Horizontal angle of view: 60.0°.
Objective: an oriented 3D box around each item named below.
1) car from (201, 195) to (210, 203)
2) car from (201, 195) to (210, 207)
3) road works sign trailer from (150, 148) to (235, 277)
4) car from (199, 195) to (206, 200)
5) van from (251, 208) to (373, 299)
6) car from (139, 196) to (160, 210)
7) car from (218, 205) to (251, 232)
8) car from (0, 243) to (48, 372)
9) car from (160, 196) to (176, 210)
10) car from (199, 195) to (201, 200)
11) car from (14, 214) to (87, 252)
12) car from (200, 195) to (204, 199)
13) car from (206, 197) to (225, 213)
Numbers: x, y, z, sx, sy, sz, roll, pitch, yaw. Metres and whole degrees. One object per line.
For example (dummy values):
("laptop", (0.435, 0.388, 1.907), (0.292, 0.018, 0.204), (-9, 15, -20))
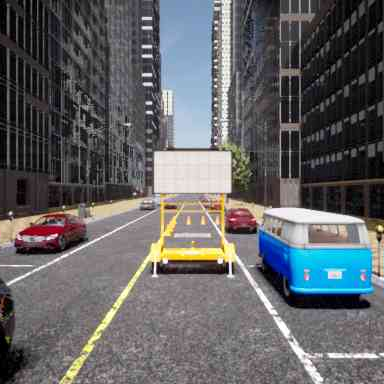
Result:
("car", (2.842, 1.399, 70.763), (1.967, 1.590, 4.097), (0, 0, 0))
("car", (2.793, 1.542, 47.994), (2.008, 1.369, 4.403), (0, 0, 0))
("road works sign trailer", (0.022, 0.464, 10.172), (2.380, 3.560, 2.880), (0, 0, 0))
("car", (2.891, 1.459, 93.534), (1.887, 1.381, 4.507), (0, 0, 0))
("van", (2.708, 1.341, 8.147), (1.690, 1.788, 3.998), (0, 0, 0))
("car", (-5.600, 1.546, 42.323), (2.008, 1.369, 4.403), (0, 0, 0))
("car", (2.732, 1.581, 19.531), (1.802, 1.307, 4.206), (0, 0, 0))
("car", (-3.095, 1.491, 2.152), (2.128, 1.511, 4.902), (0, 0, 0))
("car", (-3.007, 1.542, 43.642), (2.033, 1.411, 5.357), (0, 0, 0))
("car", (2.830, 1.408, 65.071), (1.967, 1.590, 4.097), (0, 0, 0))
("car", (-5.661, 1.581, 13.860), (1.802, 1.307, 4.206), (0, 0, 0))
("car", (2.805, 1.536, 53.686), (2.008, 1.369, 4.403), (0, 0, 0))
("car", (2.769, 1.579, 36.609), (1.802, 1.307, 4.206), (0, 0, 0))
